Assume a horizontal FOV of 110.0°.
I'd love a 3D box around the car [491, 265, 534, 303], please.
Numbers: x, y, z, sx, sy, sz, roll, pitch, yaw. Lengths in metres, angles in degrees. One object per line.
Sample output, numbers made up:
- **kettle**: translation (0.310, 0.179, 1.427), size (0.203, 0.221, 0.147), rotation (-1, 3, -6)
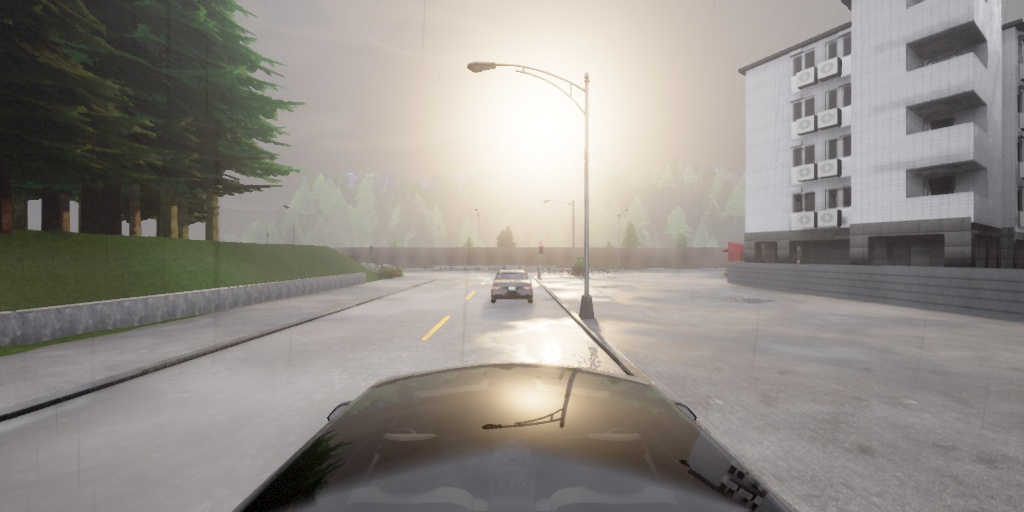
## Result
- **car**: translation (0.000, 1.311, 16.500), size (2.033, 1.411, 5.357), rotation (0, 0, 0)
